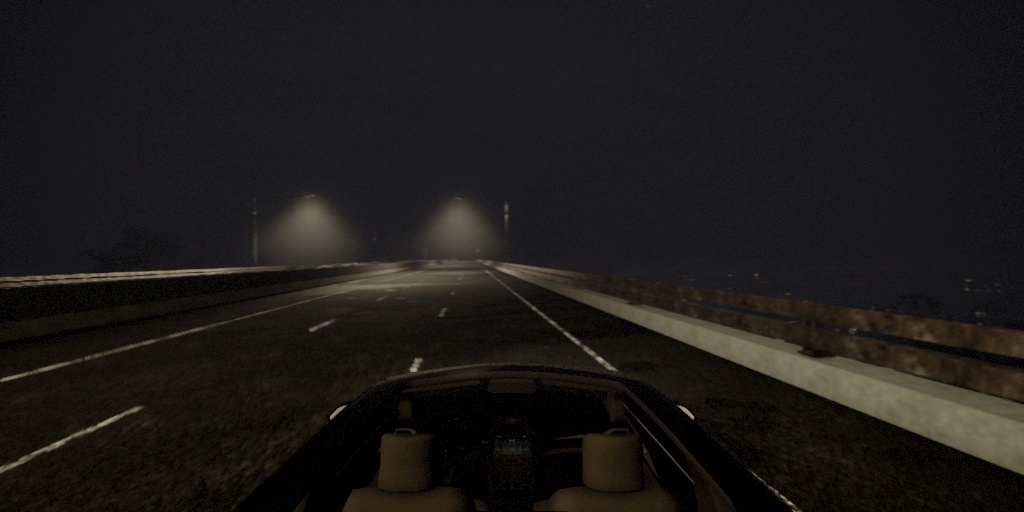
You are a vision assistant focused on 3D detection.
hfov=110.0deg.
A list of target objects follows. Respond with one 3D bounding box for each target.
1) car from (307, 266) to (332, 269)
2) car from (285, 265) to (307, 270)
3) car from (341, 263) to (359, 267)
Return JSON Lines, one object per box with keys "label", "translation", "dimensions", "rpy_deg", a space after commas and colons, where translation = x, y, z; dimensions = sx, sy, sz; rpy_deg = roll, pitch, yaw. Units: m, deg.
{"label": "car", "translation": [-26.116, 2.028, 49.780], "dimensions": [1.895, 1.301, 4.718], "rpy_deg": [-1, 0, -7]}
{"label": "car", "translation": [-29.598, 1.974, 49.410], "dimensions": [1.837, 1.490, 4.892], "rpy_deg": [-1, 0, -7]}
{"label": "car", "translation": [-22.646, 1.766, 50.209], "dimensions": [2.128, 1.511, 4.902], "rpy_deg": [-1, 0, -7]}
